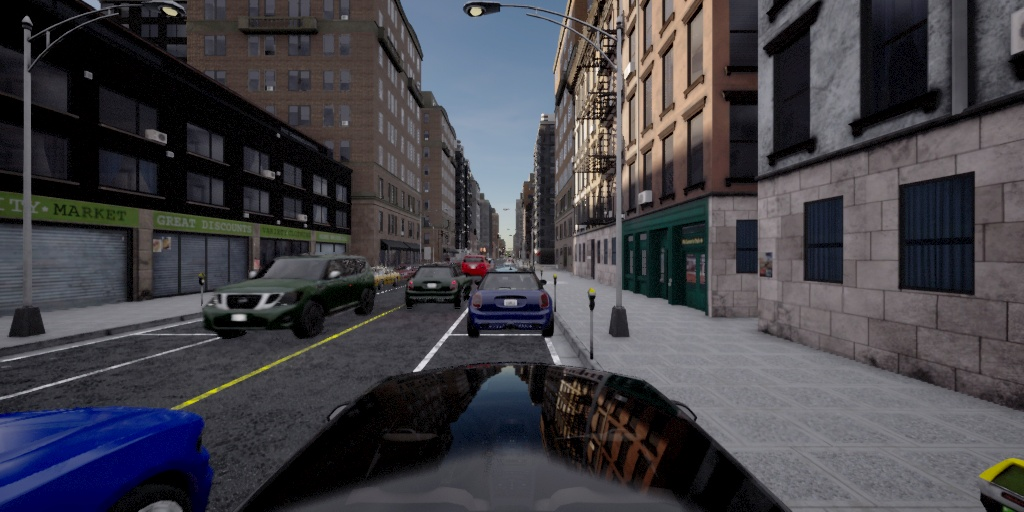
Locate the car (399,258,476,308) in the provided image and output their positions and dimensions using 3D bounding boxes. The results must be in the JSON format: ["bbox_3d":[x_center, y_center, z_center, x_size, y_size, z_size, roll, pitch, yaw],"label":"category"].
[{"bbox_3d":[-2.922,1.103,15.199,2.097,1.767,4.553,0,0,0],"label":"car"}]

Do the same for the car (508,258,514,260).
[{"bbox_3d":[-0.383,1.269,39.031,1.751,1.417,4.829,0,0,0],"label":"car"}]

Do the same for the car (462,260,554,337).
[{"bbox_3d":[-0.033,1.102,10.470,2.097,1.767,4.553,0,0,0],"label":"car"}]

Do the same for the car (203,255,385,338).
[{"bbox_3d":[-5.869,0.971,10.477,2.150,2.045,5.566,0,0,0],"label":"car"}]

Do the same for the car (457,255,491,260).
[{"bbox_3d":[-3.019,0.968,30.514,2.150,2.045,5.566,0,0,0],"label":"car"}]

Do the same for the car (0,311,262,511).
[{"bbox_3d":[-2.923,1.227,0.309,1.882,1.535,5.008,0,0,0],"label":"car"}]

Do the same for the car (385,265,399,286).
[{"bbox_3d":[-8.408,1.275,22.461,1.751,1.417,4.829,0,0,0],"label":"car"}]
